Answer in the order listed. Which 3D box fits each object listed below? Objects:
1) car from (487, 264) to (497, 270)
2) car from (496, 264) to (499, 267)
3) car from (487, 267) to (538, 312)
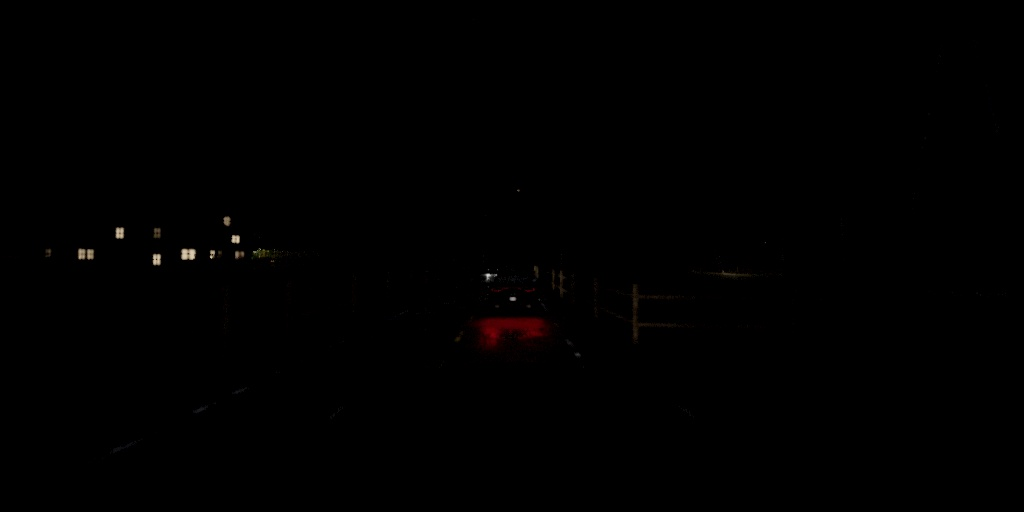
[{"bbox_3d":[-2.816,1.986,54.922,1.837,1.490,4.892,0,-1,0],"label":"car"},{"bbox_3d":[0.048,1.614,29.175,2.128,1.511,4.902,0,-1,1],"label":"car"},{"bbox_3d":[0.056,1.412,15.361,1.882,1.535,5.008,0,-1,0],"label":"car"}]
